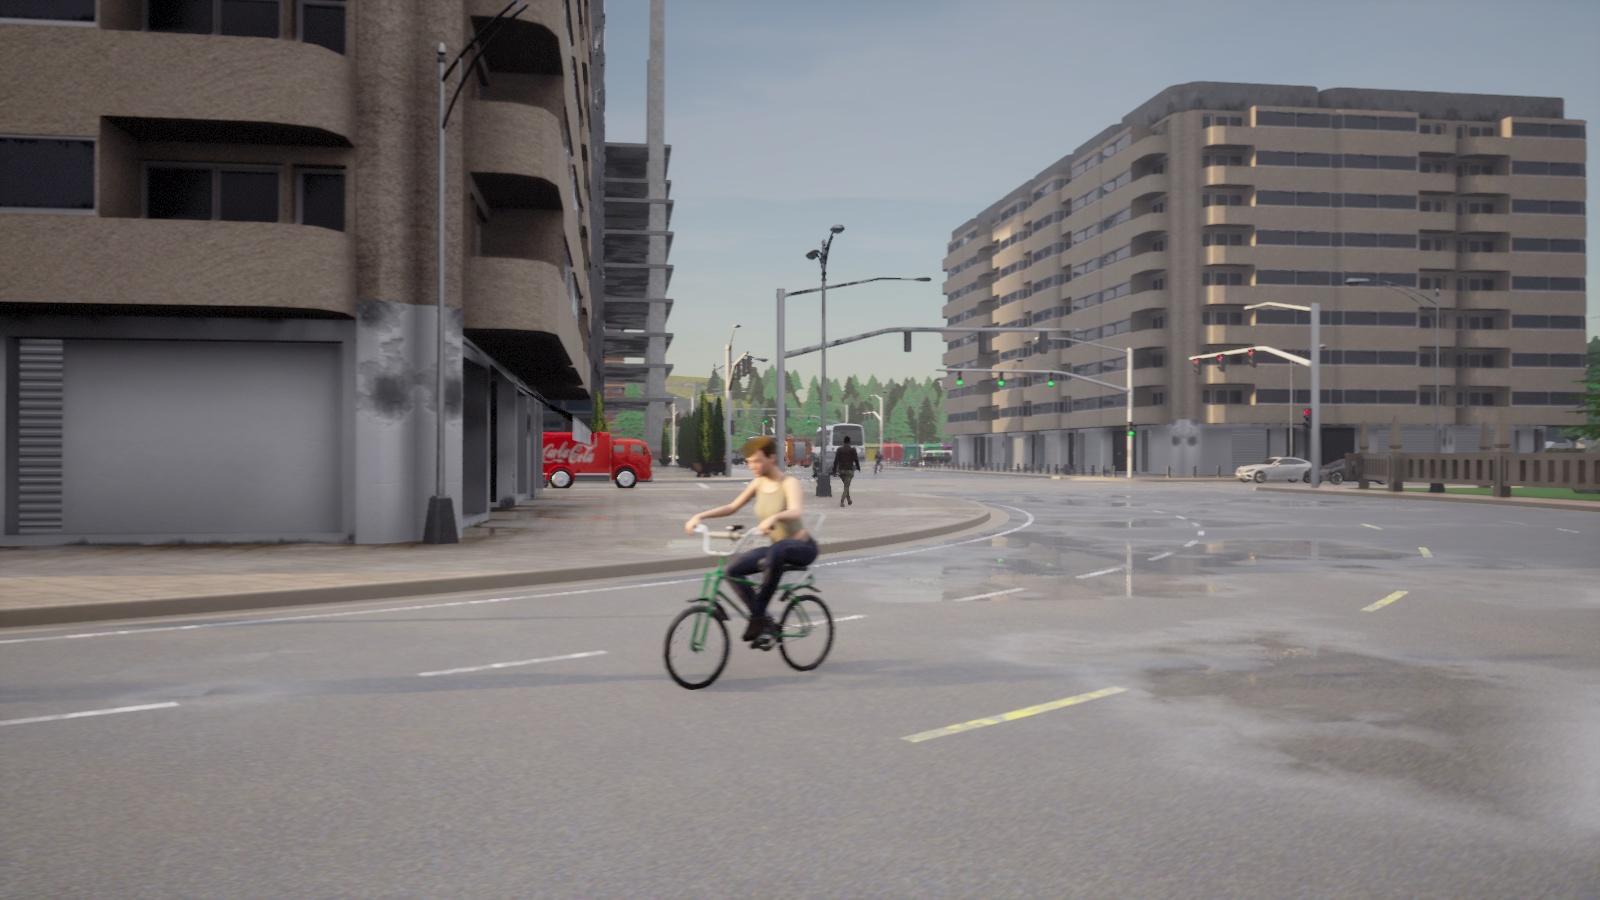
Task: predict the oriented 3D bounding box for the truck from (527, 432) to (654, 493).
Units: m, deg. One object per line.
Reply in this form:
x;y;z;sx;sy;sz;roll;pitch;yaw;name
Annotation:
-8.839;0.513;53.294;5.204;2.467;2.627;0;0;-8;truck

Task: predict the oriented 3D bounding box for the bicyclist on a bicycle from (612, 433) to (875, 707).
-0.349;0.710;8.225;1.509;1.612;0.866;0;-1;-44;bicyclist on a bicycle

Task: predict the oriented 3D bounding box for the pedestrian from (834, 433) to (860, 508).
1.169;0.497;31.200;0.431;1.840;0.703;0;0;20;pedestrian

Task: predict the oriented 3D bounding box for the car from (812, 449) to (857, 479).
2.126;0.855;78.067;2.097;1.767;4.553;0;0;-8;car

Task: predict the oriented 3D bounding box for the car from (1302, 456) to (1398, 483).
28.725;1.003;65.676;4.181;1.385;1.994;0;0;-9;car

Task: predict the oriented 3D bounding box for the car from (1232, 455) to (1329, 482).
26.307;0.982;68.862;4.674;1.442;1.812;0;0;-8;car
